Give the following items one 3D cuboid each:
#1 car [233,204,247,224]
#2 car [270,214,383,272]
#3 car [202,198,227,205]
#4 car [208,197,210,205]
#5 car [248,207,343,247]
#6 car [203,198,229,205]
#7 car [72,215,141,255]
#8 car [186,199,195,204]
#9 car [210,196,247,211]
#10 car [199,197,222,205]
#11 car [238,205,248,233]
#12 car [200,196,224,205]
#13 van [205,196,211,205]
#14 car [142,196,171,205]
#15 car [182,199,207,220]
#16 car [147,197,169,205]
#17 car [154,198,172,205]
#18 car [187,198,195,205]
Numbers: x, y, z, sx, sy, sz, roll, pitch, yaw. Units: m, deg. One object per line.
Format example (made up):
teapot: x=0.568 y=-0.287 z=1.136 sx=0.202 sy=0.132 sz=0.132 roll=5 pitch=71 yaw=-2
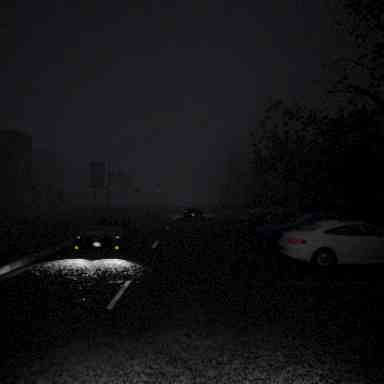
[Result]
car: x=5.083 y=1.626 z=20.103 sx=4.674 sy=1.452 sz=2.002 roll=0 pitch=0 yaw=0
car: x=5.083 y=1.575 z=10.405 sx=4.674 sy=1.452 sz=2.002 roll=0 pitch=0 yaw=0
car: x=5.031 y=2.112 z=73.856 sx=5.366 sy=1.575 sz=1.946 roll=0 pitch=-2 yaw=-1
car: x=5.044 y=1.773 z=47.609 sx=4.674 sy=1.452 sz=2.002 roll=0 pitch=0 yaw=0
car: x=5.091 y=1.552 z=13.554 sx=5.008 sy=1.535 sz=2.097 roll=0 pitch=0 yaw=0
car: x=5.054 y=2.046 z=71.196 sx=5.366 sy=1.575 sz=1.946 roll=0 pitch=-1 yaw=0
car: x=-3.327 y=1.636 z=13.597 sx=1.994 sy=1.385 sz=4.181 roll=0 pitch=0 yaw=0
car: x=-0.399 y=2.529 z=87.973 sx=2.128 sy=1.511 sz=4.902 roll=0 pitch=-2 yaw=2
car: x=5.117 y=1.589 z=44.440 sx=4.553 sy=1.767 sz=2.185 roll=0 pitch=0 yaw=0
car: x=4.695 y=2.215 z=85.035 sx=5.566 sy=2.045 sz=2.435 roll=0 pitch=-2 yaw=-1
car: x=5.080 y=1.570 z=16.827 sx=4.892 sy=1.521 sz=2.231 roll=0 pitch=0 yaw=0
car: x=4.767 y=2.026 z=79.577 sx=5.566 sy=2.045 sz=2.435 roll=0 pitch=-2 yaw=-1
van: x=4.776 y=1.760 z=68.405 sx=4.442 sy=1.987 sz=1.878 roll=0 pitch=-1 yaw=0
car: x=-7.565 y=1.992 z=68.941 sx=5.366 sy=1.575 sz=1.946 roll=0 pitch=-1 yaw=0
car: x=0.081 y=1.642 z=29.233 sx=1.812 sy=1.442 sz=4.674 roll=-1 pitch=1 yaw=0
car: x=-7.374 y=1.935 z=71.862 sx=4.553 sy=1.767 sz=2.185 roll=0 pitch=-1 yaw=-1
car: x=-7.541 y=2.410 z=87.036 sx=4.553 sy=1.767 sz=2.185 roll=0 pitch=-2 yaw=-1
car: x=-0.286 y=2.269 z=77.923 sx=1.812 sy=1.442 sz=4.674 roll=0 pitch=-2 yaw=-1
